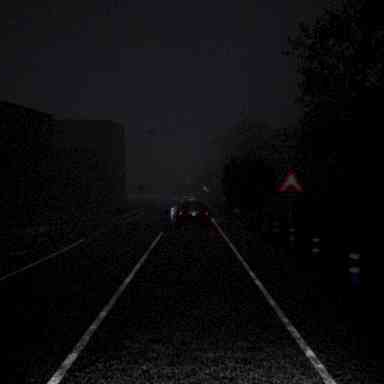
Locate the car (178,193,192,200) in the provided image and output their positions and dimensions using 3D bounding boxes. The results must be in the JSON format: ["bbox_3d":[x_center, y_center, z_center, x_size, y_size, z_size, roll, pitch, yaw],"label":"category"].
[{"bbox_3d":[-1.577,1.055,74.259,1.895,1.301,4.718,-2,2,-16],"label":"car"}]

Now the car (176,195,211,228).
[{"bbox_3d":[0.104,1.305,21.602,2.097,1.767,4.553,0,0,0],"label":"car"}]
